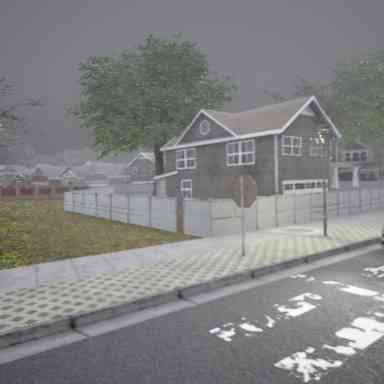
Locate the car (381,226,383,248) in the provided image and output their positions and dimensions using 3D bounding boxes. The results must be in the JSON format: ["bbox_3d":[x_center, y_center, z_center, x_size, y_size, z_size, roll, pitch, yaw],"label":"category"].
[{"bbox_3d":[7.487,0.936,9.976,4.902,1.511,2.128,-3,2,-38],"label":"car"}]
